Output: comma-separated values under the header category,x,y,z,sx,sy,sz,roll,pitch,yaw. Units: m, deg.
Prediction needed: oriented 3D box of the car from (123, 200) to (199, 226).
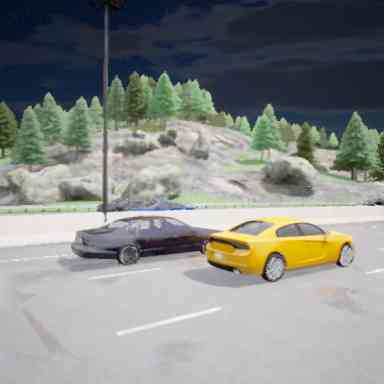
category,x,y,z,sx,sy,sz,roll,pitch,yaw
car,-2.153,1.406,23.447,5.008,1.535,1.882,0,0,-32

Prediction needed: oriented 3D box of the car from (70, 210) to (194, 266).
category,x,y,z,sx,sy,sz,roll,pitch,yaw
car,-1.251,1.510,11.373,5.357,1.411,2.033,0,0,-34

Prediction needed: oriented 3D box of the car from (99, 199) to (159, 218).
category,x,y,z,sx,sy,sz,roll,pitch,yaw
car,-5.538,1.396,29.573,4.892,1.490,1.837,0,0,-32

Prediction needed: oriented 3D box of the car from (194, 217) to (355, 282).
category,x,y,z,sx,sy,sz,roll,pitch,yaw
car,2.741,1.472,9.767,5.008,1.535,1.882,0,0,-33
